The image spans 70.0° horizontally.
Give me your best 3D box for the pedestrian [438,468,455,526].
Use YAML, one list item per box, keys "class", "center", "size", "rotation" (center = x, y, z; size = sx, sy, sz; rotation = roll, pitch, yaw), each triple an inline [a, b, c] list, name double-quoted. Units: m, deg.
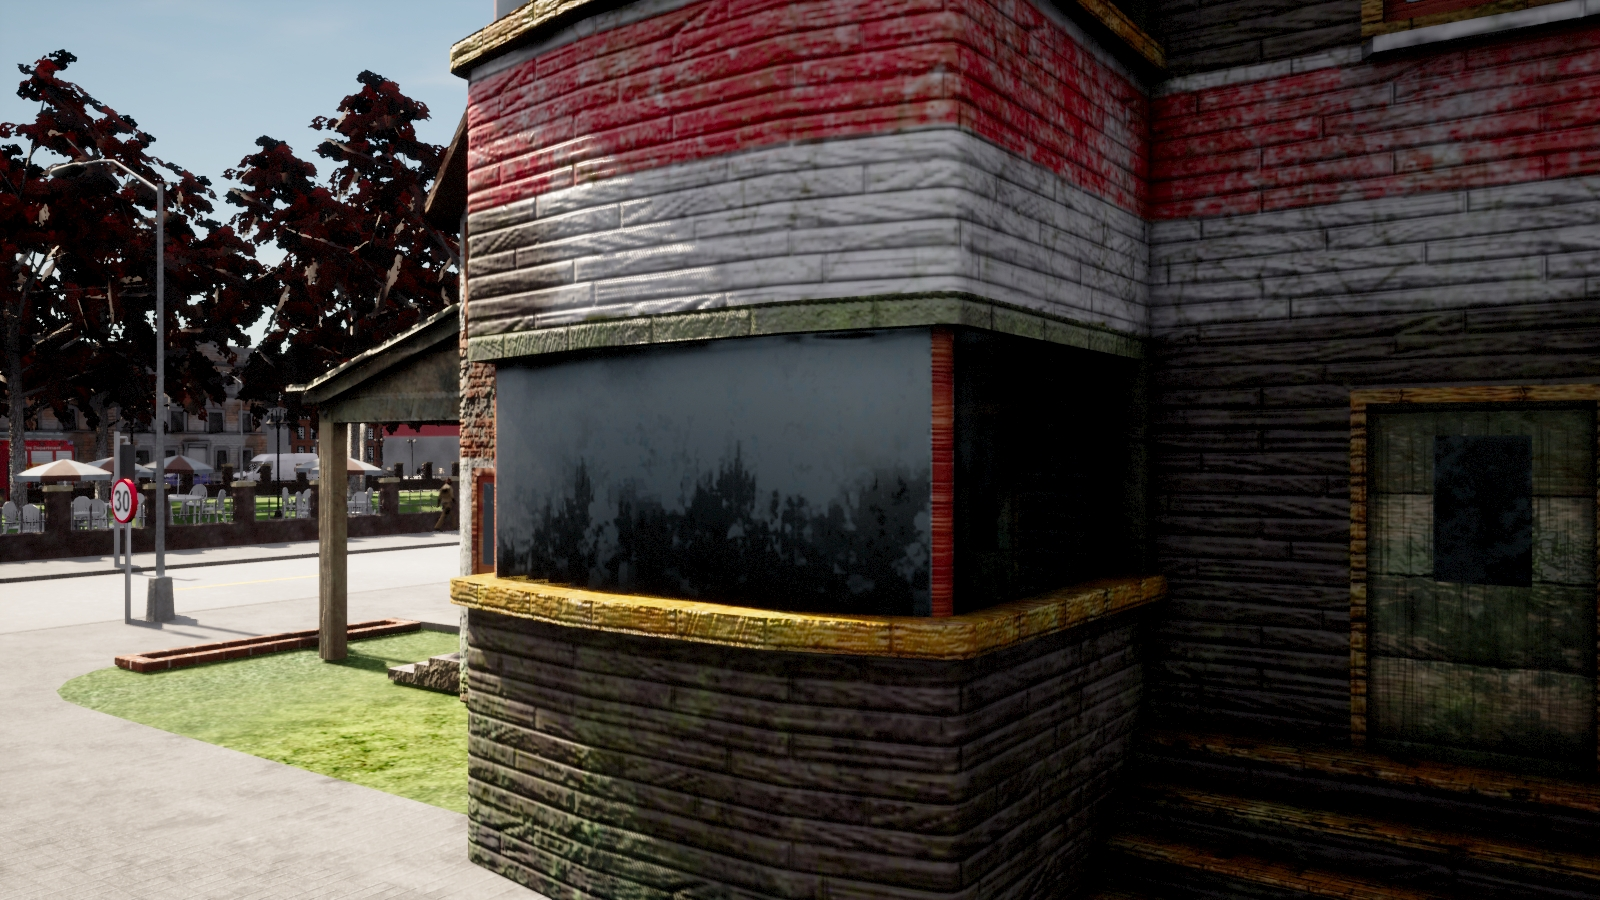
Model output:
- class: "pedestrian"
  center: [-11.526, 1.525, 37.239]
  size: [0.375, 1.860, 0.375]
  rotation: [0, 0, 34]
